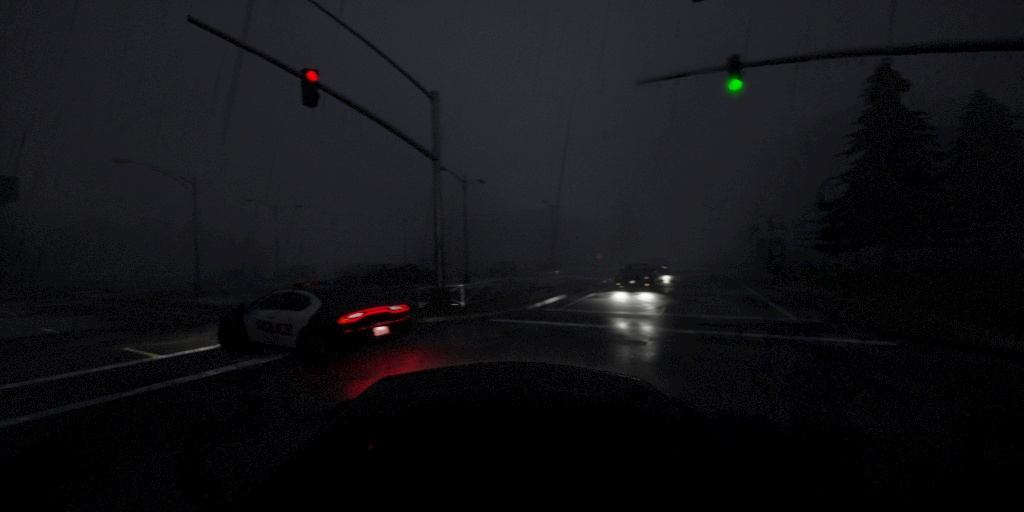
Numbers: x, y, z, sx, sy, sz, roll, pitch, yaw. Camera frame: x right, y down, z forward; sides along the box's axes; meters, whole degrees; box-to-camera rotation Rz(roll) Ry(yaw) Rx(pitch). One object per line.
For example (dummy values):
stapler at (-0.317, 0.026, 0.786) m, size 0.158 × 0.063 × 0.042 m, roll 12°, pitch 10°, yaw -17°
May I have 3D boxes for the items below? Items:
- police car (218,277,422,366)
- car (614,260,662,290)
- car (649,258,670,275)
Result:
police car at (-4.785, 1.402, 8.376) m, size 4.974 × 1.542 × 2.038 m, roll -2°, pitch 0°, yaw 27°
car at (7.120, 1.138, 20.386) m, size 1.994 × 1.385 × 4.181 m, roll -2°, pitch 0°, yaw 27°
car at (13.406, 0.891, 32.980) m, size 1.882 × 1.535 × 5.008 m, roll -2°, pitch 0°, yaw 27°
